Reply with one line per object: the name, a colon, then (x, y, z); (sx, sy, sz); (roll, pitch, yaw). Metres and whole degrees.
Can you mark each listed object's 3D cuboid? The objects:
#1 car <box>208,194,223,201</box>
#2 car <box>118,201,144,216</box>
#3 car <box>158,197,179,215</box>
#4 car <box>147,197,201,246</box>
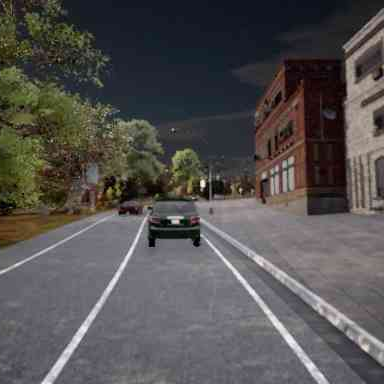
car: (5.135, 1.201, 72.255); (1.994, 1.385, 4.181); (-4, -1, 34)
car: (-5.653, 1.522, 31.052); (1.895, 1.301, 4.718); (0, 0, -2)
car: (-2.324, 1.384, 33.969); (1.882, 1.535, 5.008); (0, 0, -2)
car: (-0.876, 1.220, 15.398); (2.150, 2.045, 5.566); (0, 0, -5)
